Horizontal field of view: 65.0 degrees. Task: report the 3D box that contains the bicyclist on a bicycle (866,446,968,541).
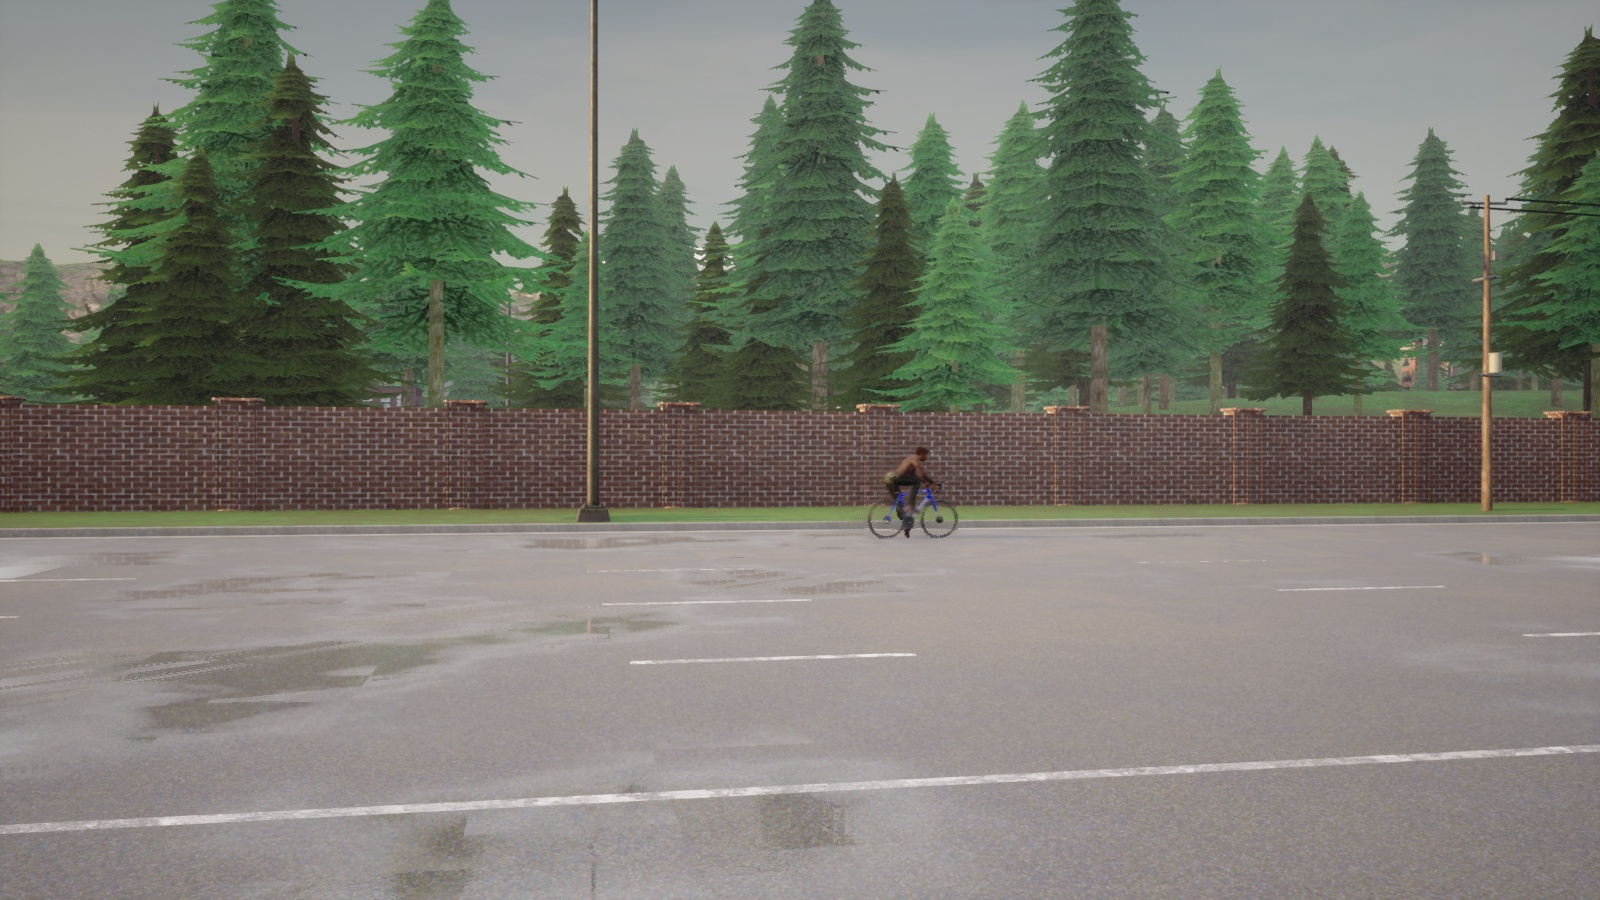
[{"bbox_3d":[2.037,0.747,21.936,1.656,1.620,0.582,0,0,-13],"label":"bicyclist on a bicycle"}]
